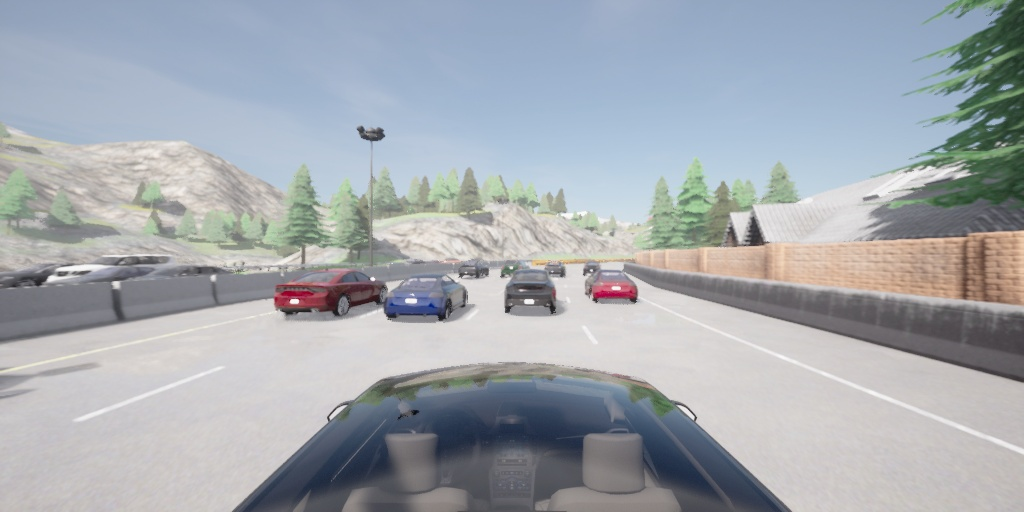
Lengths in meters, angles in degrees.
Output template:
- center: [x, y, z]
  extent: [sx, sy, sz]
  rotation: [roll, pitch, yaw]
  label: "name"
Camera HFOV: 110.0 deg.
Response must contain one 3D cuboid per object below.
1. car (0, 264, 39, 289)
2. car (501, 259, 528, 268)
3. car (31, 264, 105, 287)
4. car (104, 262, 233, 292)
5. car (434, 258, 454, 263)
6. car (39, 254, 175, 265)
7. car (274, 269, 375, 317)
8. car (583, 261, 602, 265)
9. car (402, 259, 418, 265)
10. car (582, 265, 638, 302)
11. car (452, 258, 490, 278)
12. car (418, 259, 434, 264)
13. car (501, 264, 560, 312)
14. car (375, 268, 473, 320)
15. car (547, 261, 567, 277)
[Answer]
- center: [-26.849, 1.163, 20.863]
  extent: [2.128, 1.511, 4.902]
  rotation: [0, 0, 7]
  label: "car"
- center: [0.399, 1.095, 34.115]
  extent: [2.097, 1.767, 4.553]
  rotation: [0, 0, 12]
  label: "car"
- center: [-20.113, 1.237, 18.586]
  extent: [2.033, 1.411, 5.357]
  rotation: [0, 0, 6]
  label: "car"
- center: [-16.611, 1.205, 18.067]
  extent: [1.837, 1.490, 4.892]
  rotation: [0, 0, 6]
  label: "car"
- center: [-10.391, 1.058, 59.706]
  extent: [2.097, 1.767, 4.553]
  rotation: [0, 0, 21]
  label: "car"
- center: [-23.284, 0.902, 21.461]
  extent: [2.150, 2.045, 5.566]
  rotation: [0, 0, 7]
  label: "car"
- center: [-6.328, 1.207, 13.194]
  extent: [1.882, 1.535, 5.008]
  rotation: [0, 0, 4]
  label: "car"
- center: [8.571, 1.290, 38.105]
  extent: [1.812, 1.442, 4.674]
  rotation: [0, 0, 15]
  label: "car"
- center: [-16.958, 1.181, 62.157]
  extent: [2.128, 1.511, 4.902]
  rotation: [0, 0, 21]
  label: "car"
- center: [4.585, 1.323, 17.051]
  extent: [1.994, 1.385, 4.181]
  rotation: [0, 0, 6]
  label: "car"
- center: [-3.430, 1.224, 33.016]
  extent: [2.128, 1.511, 4.902]
  rotation: [0, 0, 12]
  label: "car"
- center: [-13.557, 1.260, 61.246]
  extent: [1.994, 1.385, 4.181]
  rotation: [0, 0, 21]
  label: "car"
- center: [0.780, 1.254, 14.208]
  extent: [1.837, 1.490, 4.892]
  rotation: [0, 0, 5]
  label: "car"
- center: [-2.853, 1.303, 12.650]
  extent: [1.994, 1.385, 4.181]
  rotation: [0, 0, 4]
  label: "car"
- center: [4.330, 1.245, 35.633]
  extent: [2.128, 1.511, 4.902]
  rotation: [0, 0, 13]
  label: "car"
